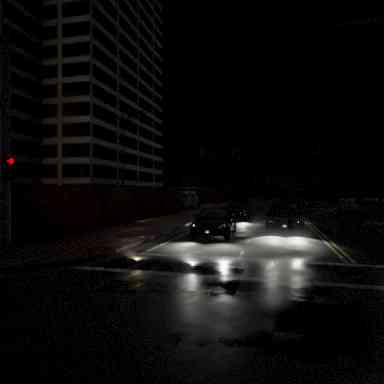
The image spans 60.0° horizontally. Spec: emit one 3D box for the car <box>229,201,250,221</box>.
[{"bbox_3d":[3.711,1.505,27.343,1.837,1.490,4.892,0,0,14],"label":"car"}]

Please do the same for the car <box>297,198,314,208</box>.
[{"bbox_3d":[16.128,1.561,47.570,1.994,1.385,4.181,0,0,12],"label":"car"}]

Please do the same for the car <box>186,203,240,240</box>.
[{"bbox_3d":[1.222,1.526,17.292,1.812,1.442,4.674,0,0,13],"label":"car"}]

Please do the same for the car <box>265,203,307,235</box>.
[{"bbox_3d":[5.212,1.564,18.914,1.994,1.385,4.181,0,0,14],"label":"car"}]
